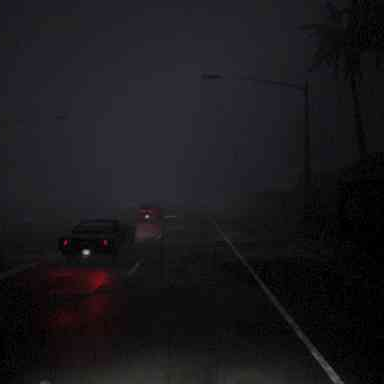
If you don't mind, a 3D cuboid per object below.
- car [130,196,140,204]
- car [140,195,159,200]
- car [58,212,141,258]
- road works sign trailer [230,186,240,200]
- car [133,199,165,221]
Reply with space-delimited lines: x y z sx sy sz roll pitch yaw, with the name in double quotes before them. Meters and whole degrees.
"car" -11.721 1.718 71.473 2.128 1.511 4.902 0 0 14
"car" -8.518 1.525 69.948 2.097 1.767 4.553 0 0 14
"car" -3.491 1.717 13.240 1.895 1.301 4.718 0 0 0
"road works sign trailer" 11.727 0.217 86.642 2.880 3.560 2.380 1 0 -43
"car" -3.491 1.662 28.465 1.837 1.490 4.892 0 1 0
